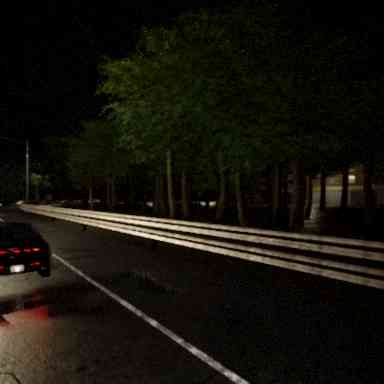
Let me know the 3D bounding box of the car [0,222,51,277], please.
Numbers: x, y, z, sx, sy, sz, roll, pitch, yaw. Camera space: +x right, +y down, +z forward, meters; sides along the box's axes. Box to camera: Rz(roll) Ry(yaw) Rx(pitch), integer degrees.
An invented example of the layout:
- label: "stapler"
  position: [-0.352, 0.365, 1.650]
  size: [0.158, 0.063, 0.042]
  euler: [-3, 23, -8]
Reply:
- label: "car"
  position: [-5.688, 1.696, 10.303]
  size: [1.837, 1.490, 4.892]
  euler: [0, -1, -34]
